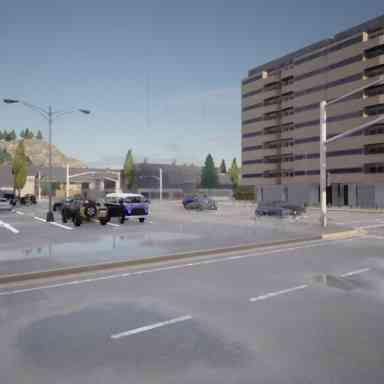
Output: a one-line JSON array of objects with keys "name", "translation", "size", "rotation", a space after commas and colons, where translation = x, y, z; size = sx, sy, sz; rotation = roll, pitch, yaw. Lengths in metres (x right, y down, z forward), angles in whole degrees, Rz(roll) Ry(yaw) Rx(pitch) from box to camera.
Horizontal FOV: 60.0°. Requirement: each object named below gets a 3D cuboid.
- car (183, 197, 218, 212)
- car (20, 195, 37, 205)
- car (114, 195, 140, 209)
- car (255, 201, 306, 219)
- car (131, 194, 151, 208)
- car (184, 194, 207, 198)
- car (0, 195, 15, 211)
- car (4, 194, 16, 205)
[{"name": "car", "translation": [1.201, 1.619, 39.426], "size": [1.994, 1.385, 4.181], "rotation": [0, 0, -35]}, {"name": "car", "translation": [-27.251, 1.209, 55.363], "size": [1.932, 1.855, 4.605], "rotation": [0, 0, -35]}, {"name": "car", "translation": [-11.224, 1.620, 57.034], "size": [1.994, 1.385, 4.181], "rotation": [0, 0, -35]}, {"name": "car", "translation": [7.722, 1.619, 30.253], "size": [1.994, 1.385, 4.181], "rotation": [0, 0, -35]}, {"name": "car", "translation": [-9.253, 1.610, 60.334], "size": [1.837, 1.490, 4.892], "rotation": [0, 0, -35]}, {"name": "car", "translation": [0.920, 1.278, 45.862], "size": [2.150, 2.045, 5.566], "rotation": [0, 0, -35]}, {"name": "car", "translation": [-21.785, 1.451, 37.908], "size": [1.970, 1.475, 3.806], "rotation": [0, 0, -35]}, {"name": "car", "translation": [-29.647, 1.212, 53.739], "size": [1.905, 1.878, 3.866], "rotation": [0, 0, -35]}]
